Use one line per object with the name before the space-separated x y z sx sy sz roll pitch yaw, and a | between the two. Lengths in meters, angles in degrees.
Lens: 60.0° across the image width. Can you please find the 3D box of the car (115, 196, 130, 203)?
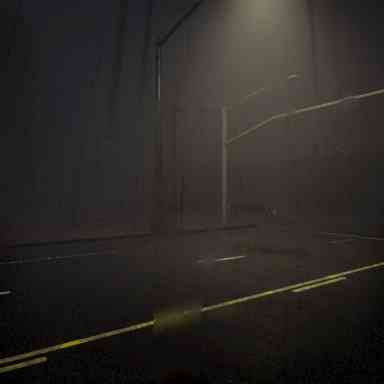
car | -14.417 1.468 69.097 1.812 1.442 4.674 0 0 -36

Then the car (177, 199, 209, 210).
car | 0.073 1.601 42.620 1.895 1.301 4.718 0 0 -36

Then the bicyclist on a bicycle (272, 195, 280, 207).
bicyclist on a bicycle | 11.500 1.303 45.517 1.656 1.620 0.582 0 0 -36

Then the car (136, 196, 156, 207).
car | -7.134 1.478 52.734 1.882 1.535 5.008 0 0 -35

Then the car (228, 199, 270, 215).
car | 5.856 1.491 34.519 2.128 1.511 4.902 0 0 -36

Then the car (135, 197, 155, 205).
car | -8.606 1.564 61.046 1.994 1.385 4.181 0 0 -35
